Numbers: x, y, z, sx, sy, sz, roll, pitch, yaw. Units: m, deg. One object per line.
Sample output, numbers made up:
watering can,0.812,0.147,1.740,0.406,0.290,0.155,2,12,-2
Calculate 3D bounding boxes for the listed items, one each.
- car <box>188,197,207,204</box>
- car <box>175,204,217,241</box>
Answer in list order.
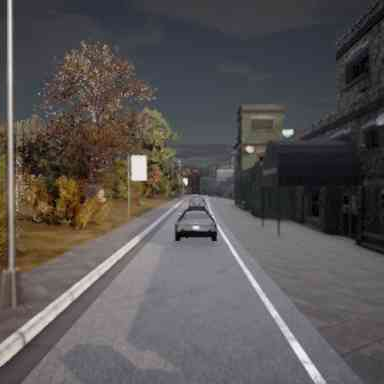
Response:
car,0.560,1.192,35.563,2.033,1.411,5.357,0,1,1
car,0.203,1.517,16.556,1.994,1.385,4.181,0,0,1
